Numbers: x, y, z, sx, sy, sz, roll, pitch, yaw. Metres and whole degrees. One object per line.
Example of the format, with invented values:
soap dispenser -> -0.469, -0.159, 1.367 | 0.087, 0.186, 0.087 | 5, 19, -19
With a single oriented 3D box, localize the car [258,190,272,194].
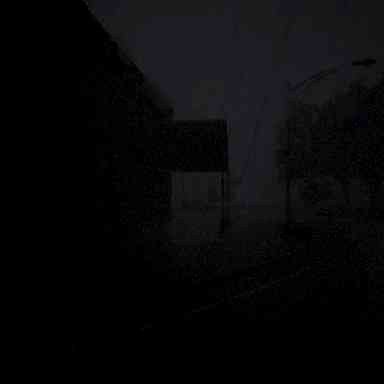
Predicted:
car -> 21.166, 1.140, 90.385 | 4.792, 1.488, 2.163 | -2, 3, -12

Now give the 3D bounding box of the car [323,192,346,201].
car -> 37.764, 1.391, 86.698 | 5.008, 1.535, 2.097 | 0, 4, -10

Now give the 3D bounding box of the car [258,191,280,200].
car -> 20.735, 1.341, 87.461 | 4.674, 1.452, 2.002 | -2, 3, -12
